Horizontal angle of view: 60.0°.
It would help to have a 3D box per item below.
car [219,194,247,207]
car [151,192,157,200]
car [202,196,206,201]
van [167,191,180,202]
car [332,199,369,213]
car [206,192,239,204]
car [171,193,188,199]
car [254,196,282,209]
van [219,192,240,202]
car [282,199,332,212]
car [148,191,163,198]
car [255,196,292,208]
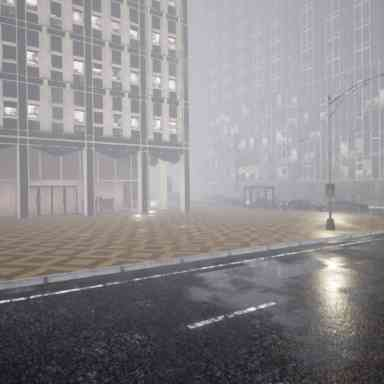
[{"bbox_3d":[6.149,1.318,45.753,1.947,1.339,4.313,-1,1,-34],"label":"car"},{"bbox_3d":[-9.789,1.038,69.279,2.008,1.369,4.403,0,1,-34],"label":"car"},{"bbox_3d":[3.534,1.041,64.591,1.802,1.307,4.206,-1,1,-34],"label":"car"},{"bbox_3d":[-3.395,0.936,59.877,1.690,1.788,3.998,0,1,-34],"label":"van"},{"bbox_3d":[16.426,1.404,35.328,1.994,1.385,4.181,-1,1,-34],"label":"car"},{"bbox_3d":[4.763,1.155,52.500,1.837,1.490,4.892,-1,2,-34],"label":"car"},{"bbox_3d":[-2.859,0.934,73.991,1.802,1.307,4.206,0,1,-34],"label":"car"},{"bbox_3d":[9.297,1.386,41.021,1.802,1.307,4.206,-1,1,-34],"label":"car"},{"bbox_3d":[6.730,0.853,59.889,1.690,1.788,3.998,-1,1,-34],"label":"van"},{"bbox_3d":[12.480,1.422,36.310,1.947,1.339,4.313,-1,1,-34],"label":"car"},{"bbox_3d":[-9.252,0.684,83.388,1.967,1.590,4.097,0,1,-34],"label":"car"},{"bbox_3d":[10.687,1.273,43.763,1.812,1.442,4.674,-1,1,-34],"label":"car"}]
